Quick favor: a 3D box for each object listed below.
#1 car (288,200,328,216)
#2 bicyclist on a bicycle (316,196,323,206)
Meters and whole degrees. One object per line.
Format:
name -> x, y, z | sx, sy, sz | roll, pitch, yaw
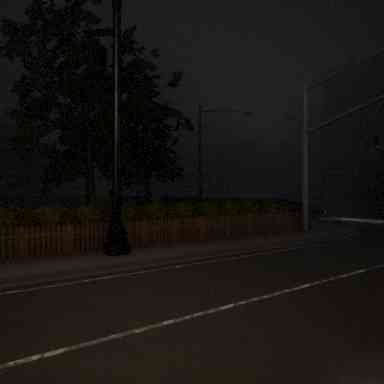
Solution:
car -> 10.268, 1.488, 31.190 | 2.128, 1.511, 4.902 | 0, 0, -35
bicyclist on a bicycle -> 16.101, 1.302, 42.071 | 1.656, 1.620, 0.582 | 0, 0, -35
